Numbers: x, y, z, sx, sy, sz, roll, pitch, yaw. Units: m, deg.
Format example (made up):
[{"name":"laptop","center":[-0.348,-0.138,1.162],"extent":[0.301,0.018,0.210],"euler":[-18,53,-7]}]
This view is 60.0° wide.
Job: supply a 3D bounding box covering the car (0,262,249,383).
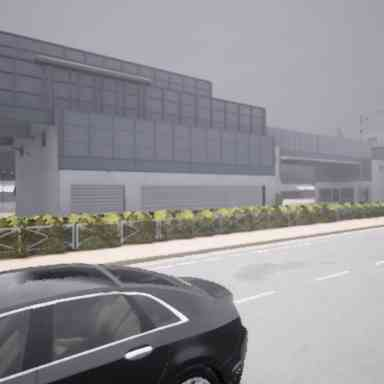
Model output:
[{"name":"car","center":[-1.670,1.503,2.795],"extent":[4.892,1.490,1.837],"euler":[-1,0,-36]}]
